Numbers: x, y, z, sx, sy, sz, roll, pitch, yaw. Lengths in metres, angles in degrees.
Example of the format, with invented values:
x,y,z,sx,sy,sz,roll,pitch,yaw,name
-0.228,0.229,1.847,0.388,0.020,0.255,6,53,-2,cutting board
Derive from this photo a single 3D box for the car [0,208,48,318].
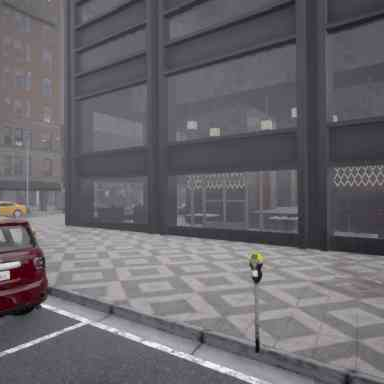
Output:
x,y,z,sx,sy,sz,roll,pitch,yaw,name
-4.743,1.317,6.248,5.009,1.841,2.192,0,-1,36,car

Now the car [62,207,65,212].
x,y,z,sx,sy,sz,roll,pitch,yaw,name
-12.461,1.794,39.157,2.033,1.411,5.357,-1,-1,35,car

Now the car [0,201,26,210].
x,y,z,sx,sy,sz,roll,pitch,yaw,name
-18.234,1.641,31.175,1.882,1.535,5.008,-1,-1,36,car
